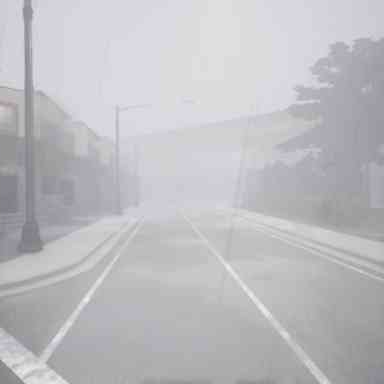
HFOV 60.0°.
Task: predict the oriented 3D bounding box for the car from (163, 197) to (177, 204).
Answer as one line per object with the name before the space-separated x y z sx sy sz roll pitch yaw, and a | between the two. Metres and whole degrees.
car | -3.892 1.502 59.672 1.895 1.301 4.718 -1 0 4
